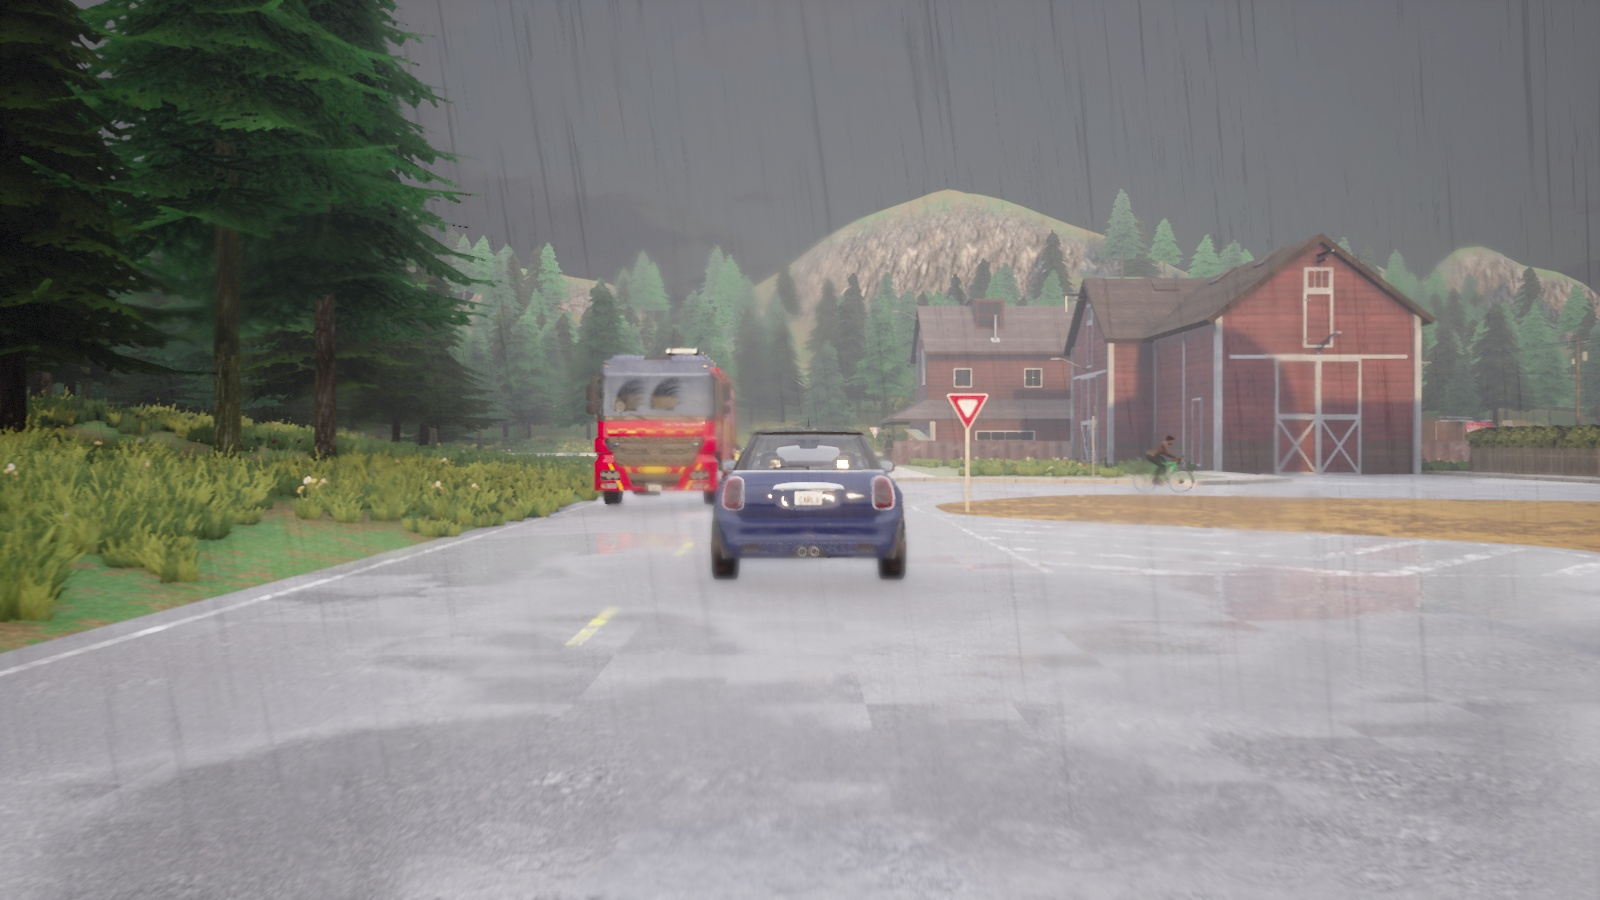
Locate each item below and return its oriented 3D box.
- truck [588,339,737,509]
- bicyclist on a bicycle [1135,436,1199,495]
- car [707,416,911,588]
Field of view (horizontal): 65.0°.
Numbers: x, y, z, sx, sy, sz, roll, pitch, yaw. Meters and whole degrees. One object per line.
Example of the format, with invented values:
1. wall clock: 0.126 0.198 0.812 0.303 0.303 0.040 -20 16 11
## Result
1. truck: -3.299 -0.604 32.508 2.891 3.827 8.468 0 0 0
2. bicyclist on a bicycle: 10.325 0.427 35.351 1.656 1.620 0.582 1 1 9
3. car: 0.102 0.520 15.171 2.097 1.767 4.553 0 0 0
